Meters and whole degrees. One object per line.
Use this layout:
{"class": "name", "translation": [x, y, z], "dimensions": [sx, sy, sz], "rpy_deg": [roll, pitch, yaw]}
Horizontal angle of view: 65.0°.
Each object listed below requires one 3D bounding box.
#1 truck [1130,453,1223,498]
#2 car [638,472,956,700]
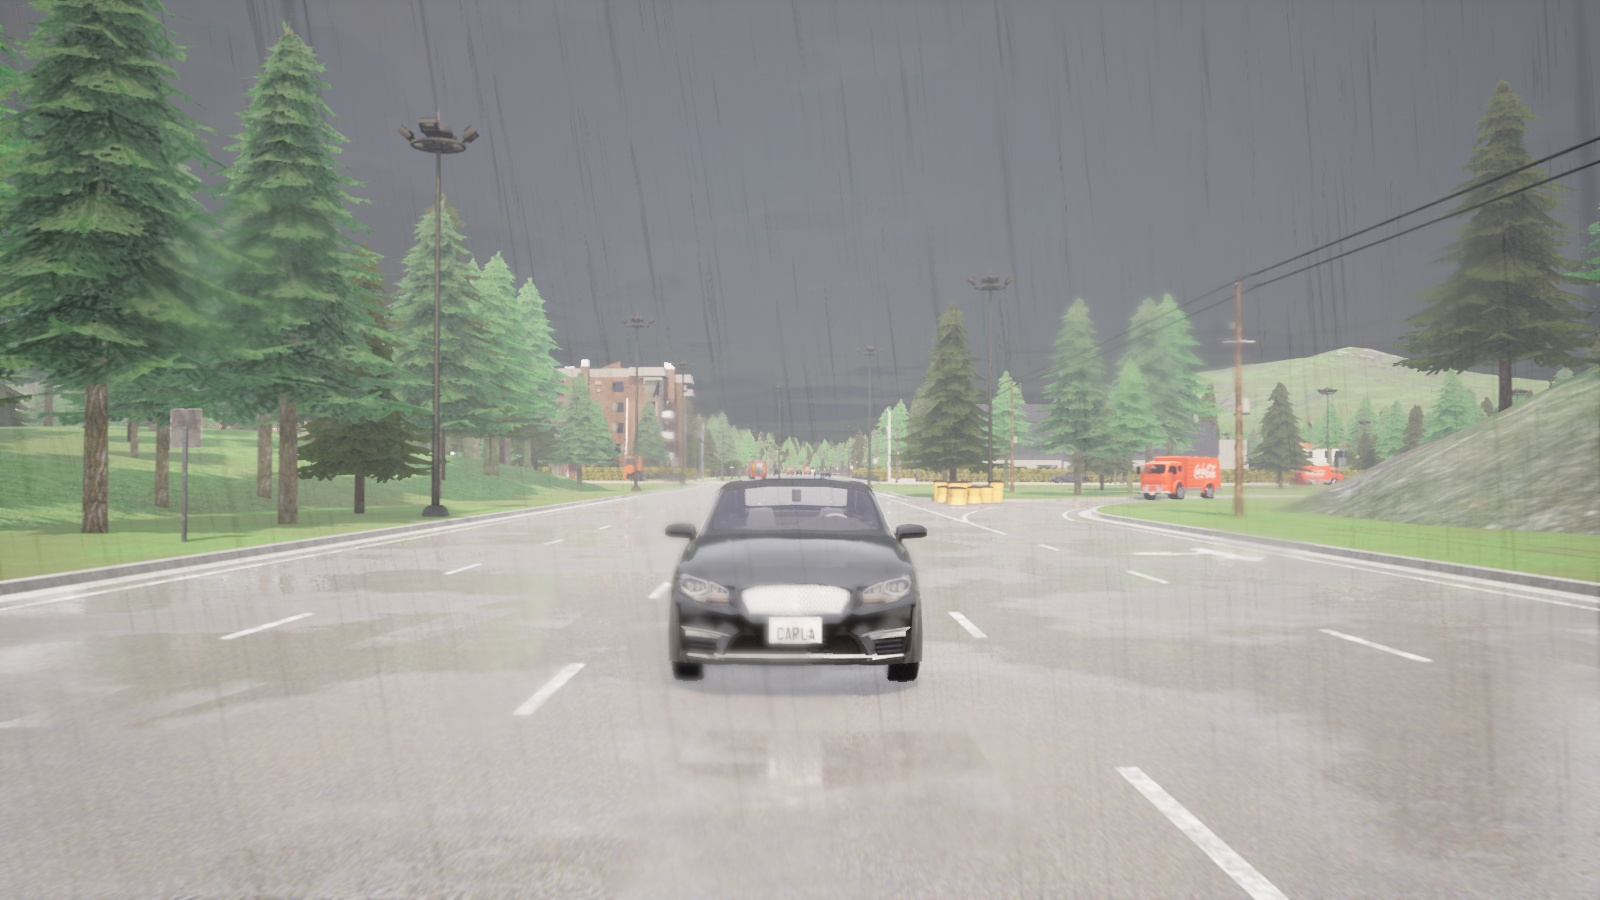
{"class": "truck", "translation": [21.209, 1.424, 70.563], "dimensions": [5.204, 2.467, 2.627], "rpy_deg": [1, -1, -41]}
{"class": "car", "translation": [-0.027, 0.953, 10.873], "dimensions": [2.128, 1.511, 4.902], "rpy_deg": [0, -1, 0]}
